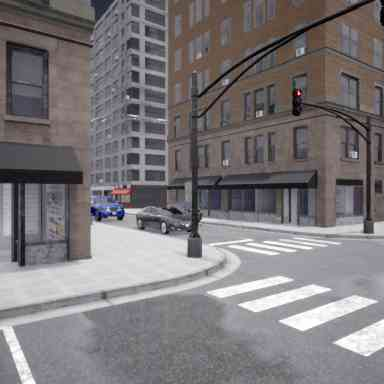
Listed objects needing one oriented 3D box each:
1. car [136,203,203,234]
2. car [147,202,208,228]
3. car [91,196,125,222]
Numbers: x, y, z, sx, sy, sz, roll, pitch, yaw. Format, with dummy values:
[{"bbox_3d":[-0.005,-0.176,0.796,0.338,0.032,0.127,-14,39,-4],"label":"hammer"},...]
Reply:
[{"bbox_3d":[-1.660,1.574,19.844,1.837,1.490,4.892,0,0,-35],"label":"car"},{"bbox_3d":[-1.201,1.573,24.239,2.128,1.511,4.902,0,0,-35],"label":"car"},{"bbox_3d":[-7.702,1.336,28.329,2.150,2.045,5.566,0,0,-36],"label":"car"}]
